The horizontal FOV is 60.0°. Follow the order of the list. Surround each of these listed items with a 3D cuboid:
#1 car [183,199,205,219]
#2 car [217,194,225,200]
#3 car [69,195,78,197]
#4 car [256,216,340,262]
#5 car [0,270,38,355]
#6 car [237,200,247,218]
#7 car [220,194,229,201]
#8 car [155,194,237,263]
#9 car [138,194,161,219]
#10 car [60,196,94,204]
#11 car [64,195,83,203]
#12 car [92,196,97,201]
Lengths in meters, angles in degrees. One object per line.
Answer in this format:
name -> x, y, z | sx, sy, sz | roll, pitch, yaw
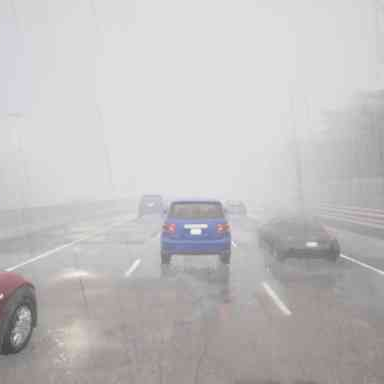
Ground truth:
car -> 0.204, 1.456, 29.931 | 1.837, 1.490, 4.892 | 0, 0, 0
car -> 7.840, 1.289, 89.047 | 1.812, 1.442, 4.674 | 0, 0, 1
car -> -17.320, 1.470, 48.365 | 2.033, 1.411, 5.357 | 0, 0, 1
car -> 3.622, 1.544, 12.041 | 1.994, 1.385, 4.181 | 0, 0, 0
car -> -3.395, 1.346, 3.230 | 2.097, 1.767, 4.553 | 0, 0, 0
car -> 3.705, 1.443, 29.865 | 2.128, 1.511, 4.902 | 0, 0, 0
car -> 7.524, 1.237, 77.883 | 1.882, 1.535, 5.008 | 0, 0, 2
car -> 0.120, 1.200, 11.987 | 2.150, 2.045, 5.566 | 0, 0, 0
car -> -3.301, 1.174, 29.092 | 2.150, 2.045, 5.566 | 0, 0, 0
car -> -13.908, 1.536, 40.391 | 1.895, 1.301, 4.718 | 0, 0, 1
car -> -23.389, 1.401, 65.733 | 2.128, 1.511, 4.902 | 0, 0, -2
car -> -20.528, 1.410, 66.526 | 2.033, 1.411, 5.357 | 0, 0, 1
